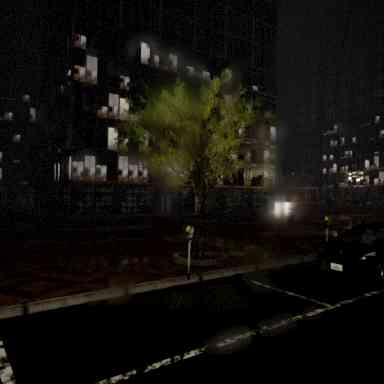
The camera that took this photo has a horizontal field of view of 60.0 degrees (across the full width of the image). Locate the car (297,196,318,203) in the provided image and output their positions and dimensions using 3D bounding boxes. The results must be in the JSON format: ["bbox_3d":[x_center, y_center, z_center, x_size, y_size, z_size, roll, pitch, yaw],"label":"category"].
[{"bbox_3d":[29.294,1.824,83.046,2.192,1.841,5.009,1,-1,-20],"label":"car"}]

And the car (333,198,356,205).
[{"bbox_3d":[33.148,1.989,72.540,2.008,1.369,4.403,1,-1,-20],"label":"car"}]

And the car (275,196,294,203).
[{"bbox_3d":[21.905,1.799,80.305,1.967,1.590,4.097,1,-1,-20],"label":"car"}]

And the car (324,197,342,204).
[{"bbox_3d":[27.688,1.691,64.558,1.967,1.590,4.097,1,-1,-20],"label":"car"}]

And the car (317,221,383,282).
[{"bbox_3d":[5.562,1.574,9.827,4.313,1.339,1.947,0,1,-34],"label":"car"}]

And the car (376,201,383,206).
[{"bbox_3d":[36.947,1.893,62.197,1.752,1.417,4.829,1,-1,-20],"label":"car"}]

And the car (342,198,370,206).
[{"bbox_3d":[29.614,1.766,59.307,2.008,1.369,4.403,1,-1,-20],"label":"car"}]

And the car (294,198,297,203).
[{"bbox_3d":[27.361,2.127,88.294,1.802,1.307,4.206,1,-1,-20],"label":"car"}]
